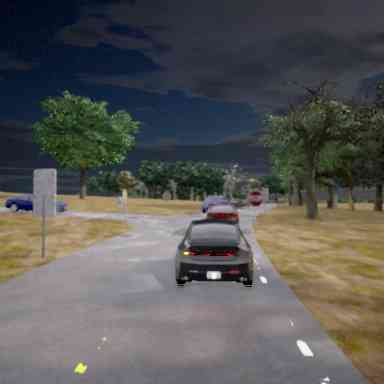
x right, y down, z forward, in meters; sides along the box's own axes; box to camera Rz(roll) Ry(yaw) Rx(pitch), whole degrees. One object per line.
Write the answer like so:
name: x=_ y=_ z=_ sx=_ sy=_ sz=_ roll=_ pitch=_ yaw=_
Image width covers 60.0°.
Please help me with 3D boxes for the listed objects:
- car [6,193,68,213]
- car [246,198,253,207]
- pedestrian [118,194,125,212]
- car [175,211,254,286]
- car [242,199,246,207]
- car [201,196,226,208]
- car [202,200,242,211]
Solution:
car: x=-12.751 y=0.926 z=27.482 sx=5.008 sy=1.535 sz=1.882 roll=2 pitch=-1 yaw=8
car: x=11.189 y=2.001 z=65.309 sx=2.097 sy=1.767 sz=4.553 roll=0 pitch=-1 yaw=17
pedestrian: x=-7.051 y=1.092 z=33.027 sx=0.375 sy=1.860 sz=0.375 roll=0 pitch=-4 yaw=9
car: x=0.631 y=1.506 z=9.447 sx=1.837 sy=1.490 sz=4.892 roll=0 pitch=0 yaw=4
car: x=6.460 y=1.956 z=50.898 sx=2.033 sy=1.411 sz=5.357 roll=0 pitch=-1 yaw=19
car: x=2.771 y=1.445 z=39.327 sx=2.150 sy=2.045 sz=5.566 roll=0 pitch=-1 yaw=17
car: x=2.002 y=1.508 z=20.911 sx=1.882 sy=1.535 sz=5.008 roll=0 pitch=0 yaw=9
